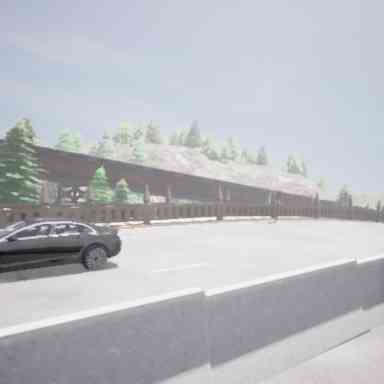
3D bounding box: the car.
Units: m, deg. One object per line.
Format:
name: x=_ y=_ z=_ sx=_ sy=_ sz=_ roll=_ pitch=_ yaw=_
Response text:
car: x=-4.401 y=1.498 z=9.449 sx=4.902 sy=1.511 sz=2.128 roll=0 pitch=0 yaw=-35
